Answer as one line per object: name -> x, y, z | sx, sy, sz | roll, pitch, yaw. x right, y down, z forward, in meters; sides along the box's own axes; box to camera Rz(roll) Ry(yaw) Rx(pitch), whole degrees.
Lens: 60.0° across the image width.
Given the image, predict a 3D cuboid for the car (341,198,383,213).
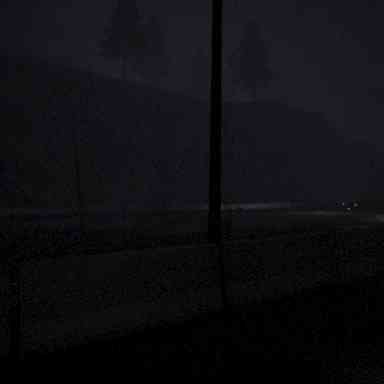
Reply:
car -> 16.592, 1.259, 31.621 | 4.718, 1.301, 1.895 | 0, 1, -21
